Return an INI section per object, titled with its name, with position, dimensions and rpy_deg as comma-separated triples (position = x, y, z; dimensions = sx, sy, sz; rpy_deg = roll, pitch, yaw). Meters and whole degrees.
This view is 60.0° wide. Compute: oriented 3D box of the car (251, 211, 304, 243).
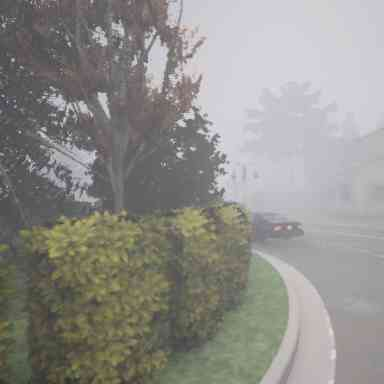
[car]
position = 3.353, 1.706, 17.302
dimensions = 2.033, 1.411, 5.357
rpy_deg = -1, -1, -25
